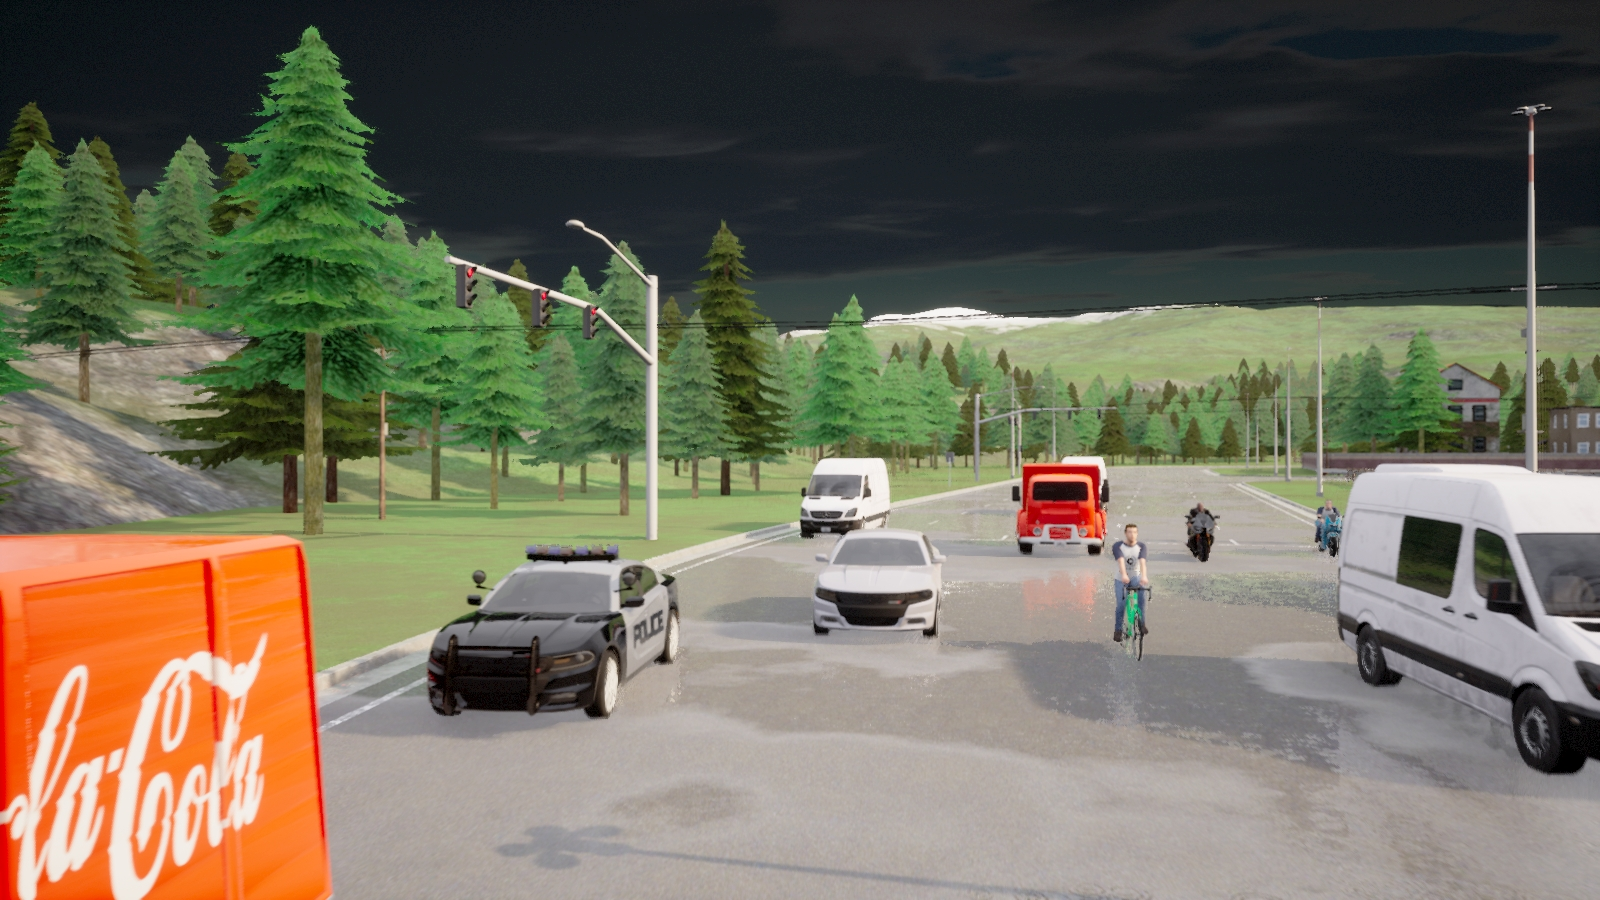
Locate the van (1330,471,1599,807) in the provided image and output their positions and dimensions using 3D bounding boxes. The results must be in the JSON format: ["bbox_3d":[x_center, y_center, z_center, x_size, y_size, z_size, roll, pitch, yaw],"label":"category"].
[{"bbox_3d":[7.610,1.549,11.851,1.988,2.561,5.915,0,0,6],"label":"van"}]

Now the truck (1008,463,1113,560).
[{"bbox_3d":[7.328,1.605,32.117,2.627,2.467,5.204,0,0,13],"label":"truck"}]

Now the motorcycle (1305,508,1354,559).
[{"bbox_3d":[14.171,2.220,30.628,0.803,1.199,2.033,0,0,13],"label":"motorcycle"}]

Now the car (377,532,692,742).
[{"bbox_3d":[-2.847,1.998,13.726,2.097,1.638,5.238,0,0,6],"label":"car"}]

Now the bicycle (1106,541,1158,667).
[{"bbox_3d":[4.554,2.074,15.755,0.373,1.496,1.643,1,0,6],"label":"bicycle"}]

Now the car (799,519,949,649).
[{"bbox_3d":[1.369,2.055,18.814,2.097,1.535,5.006,0,0,8],"label":"car"}]

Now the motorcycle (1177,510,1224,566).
[{"bbox_3d":[10.310,2.238,29.468,0.867,1.251,2.209,0,0,12],"label":"motorcycle"}]

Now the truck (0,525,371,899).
[{"bbox_3d":[-3.428,1.576,2.841,2.627,2.467,5.204,0,0,2],"label":"truck"}]

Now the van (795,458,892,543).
[{"bbox_3d":[1.559,1.575,37.996,1.988,2.561,5.915,0,0,15],"label":"van"}]

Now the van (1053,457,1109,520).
[{"bbox_3d":[12.322,1.588,49.796,1.988,2.561,5.915,0,0,17],"label":"van"}]
